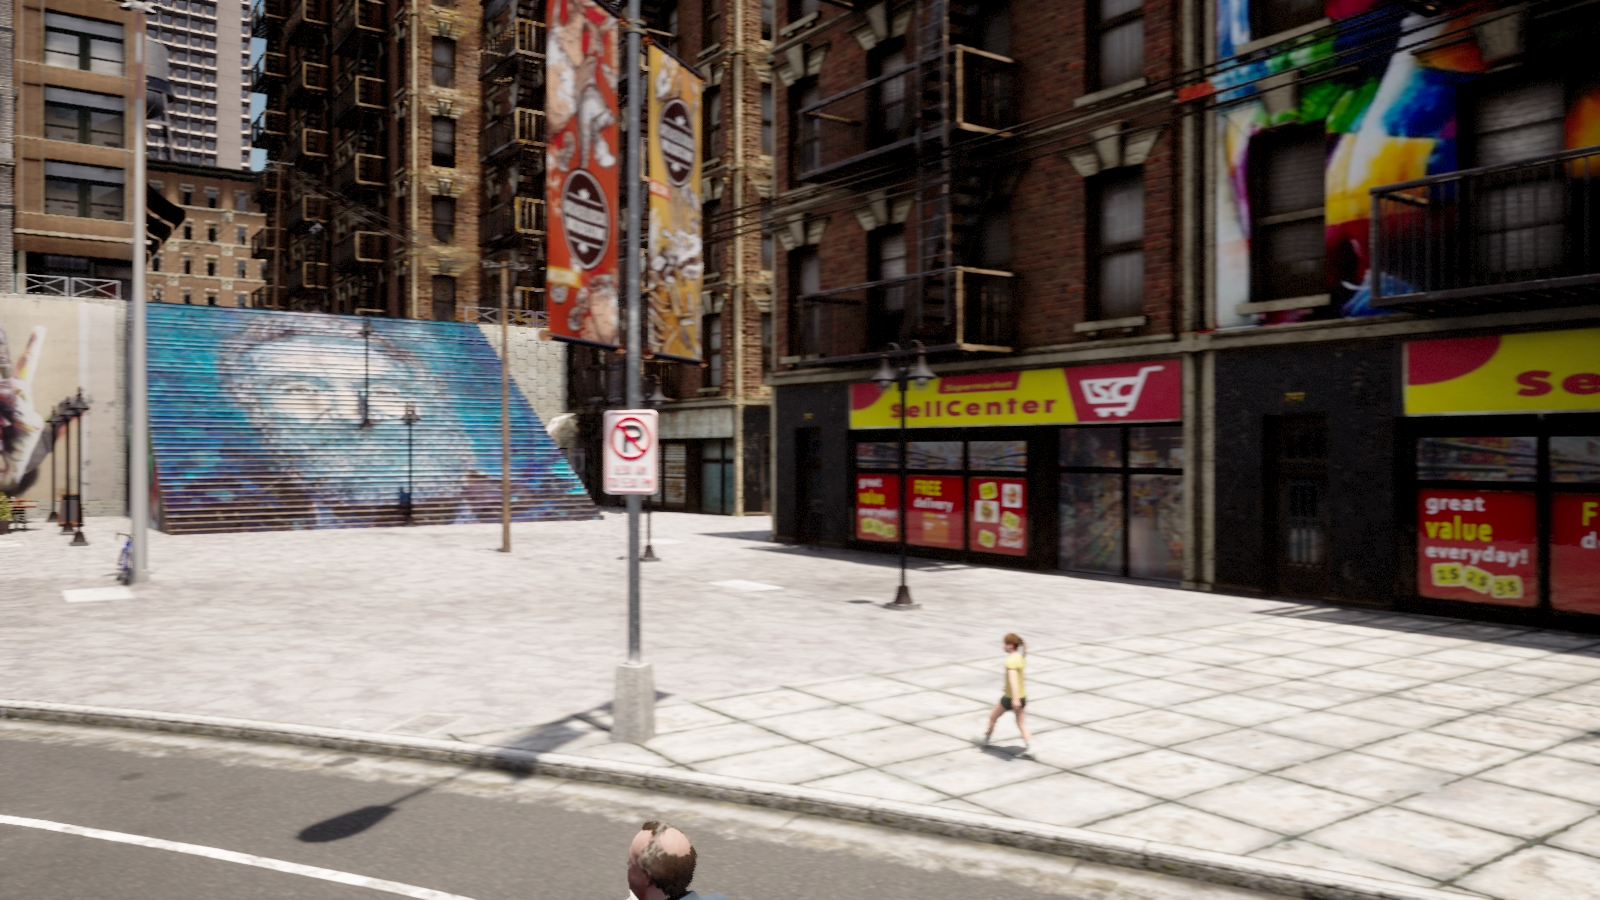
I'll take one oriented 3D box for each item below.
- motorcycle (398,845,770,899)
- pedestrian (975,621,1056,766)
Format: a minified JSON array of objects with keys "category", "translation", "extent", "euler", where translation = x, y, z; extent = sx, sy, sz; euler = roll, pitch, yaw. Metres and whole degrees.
[{"category":"motorcycle","translation":[-0.522,2.180,3.699],"extent":[1.805,1.236,0.856],"euler":[0,1,28]},{"category":"pedestrian","translation":[1.854,2.071,9.829],"extent":[0.500,1.100,0.500],"euler":[0,0,41]}]
